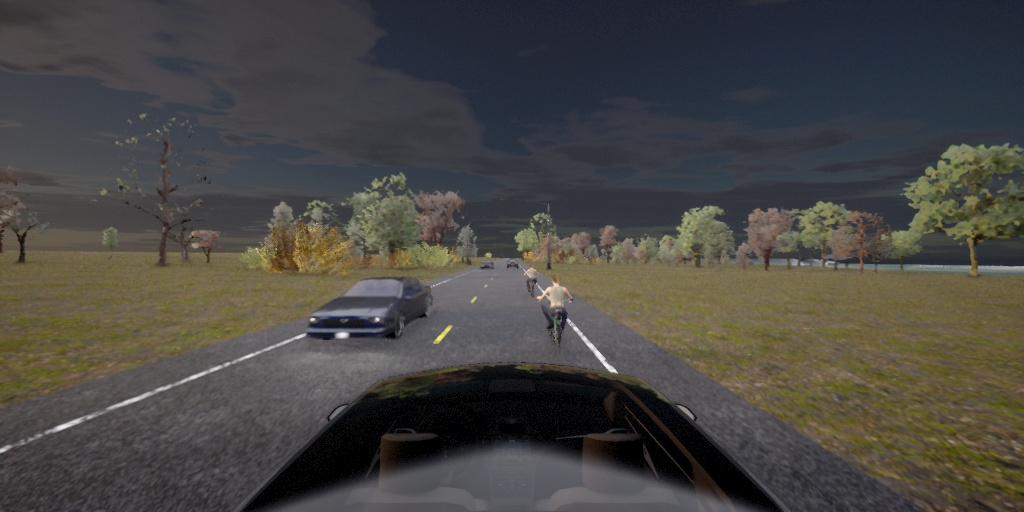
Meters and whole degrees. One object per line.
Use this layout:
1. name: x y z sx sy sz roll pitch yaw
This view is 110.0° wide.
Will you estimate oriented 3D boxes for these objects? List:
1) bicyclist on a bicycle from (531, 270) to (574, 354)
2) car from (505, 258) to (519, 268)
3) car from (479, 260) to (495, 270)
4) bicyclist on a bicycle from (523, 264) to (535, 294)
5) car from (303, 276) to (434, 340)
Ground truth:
1. bicyclist on a bicycle: 0.948 1.190 7.796 0.866 1.612 1.509 0 0 0
2. car: 0.104 1.304 61.395 1.812 1.442 4.674 0 -1 0
3. car: -3.582 1.338 52.246 1.994 1.385 4.181 0 0 0
4. bicyclist on a bicycle: 0.980 1.195 17.871 0.866 1.612 1.509 0 0 0
5. car: -3.601 1.302 10.269 2.033 1.411 5.357 0 0 0
